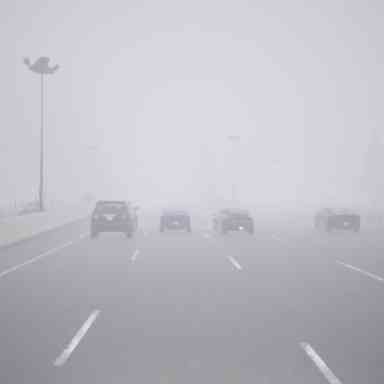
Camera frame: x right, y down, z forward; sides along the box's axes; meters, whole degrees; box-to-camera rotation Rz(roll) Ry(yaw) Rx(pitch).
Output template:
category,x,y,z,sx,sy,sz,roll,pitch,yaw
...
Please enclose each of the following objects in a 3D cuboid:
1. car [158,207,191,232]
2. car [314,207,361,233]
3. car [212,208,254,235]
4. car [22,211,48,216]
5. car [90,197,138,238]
category,x,y,z,sx,sy,sz,roll,pitch,yaw
car,-1.213,1.732,22.151,1.882,1.535,5.008,0,0,-6
car,9.280,1.691,21.587,1.882,1.535,5.008,-1,0,9
car,2.469,1.732,20.695,1.837,1.490,4.892,0,0,-6
car,-17.735,1.832,37.381,2.097,1.767,4.553,0,-1,-10
car,-4.425,1.457,19.454,2.150,2.045,5.566,0,0,-6
